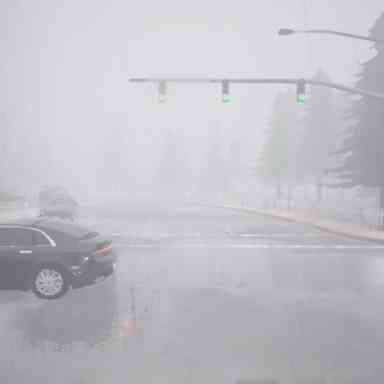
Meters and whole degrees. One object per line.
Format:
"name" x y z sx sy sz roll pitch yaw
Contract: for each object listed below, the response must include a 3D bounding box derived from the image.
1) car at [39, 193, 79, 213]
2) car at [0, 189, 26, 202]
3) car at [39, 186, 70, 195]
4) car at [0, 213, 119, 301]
"car" -8.193 1.002 20.962 2.033 1.411 5.357 0 1 -14
"car" -22.852 0.428 41.747 5.008 1.535 1.882 1 2 33
"car" -13.404 0.404 32.490 2.150 2.045 5.566 -1 1 -35
"car" -4.093 1.341 7.237 4.892 1.490 1.837 0 1 1
